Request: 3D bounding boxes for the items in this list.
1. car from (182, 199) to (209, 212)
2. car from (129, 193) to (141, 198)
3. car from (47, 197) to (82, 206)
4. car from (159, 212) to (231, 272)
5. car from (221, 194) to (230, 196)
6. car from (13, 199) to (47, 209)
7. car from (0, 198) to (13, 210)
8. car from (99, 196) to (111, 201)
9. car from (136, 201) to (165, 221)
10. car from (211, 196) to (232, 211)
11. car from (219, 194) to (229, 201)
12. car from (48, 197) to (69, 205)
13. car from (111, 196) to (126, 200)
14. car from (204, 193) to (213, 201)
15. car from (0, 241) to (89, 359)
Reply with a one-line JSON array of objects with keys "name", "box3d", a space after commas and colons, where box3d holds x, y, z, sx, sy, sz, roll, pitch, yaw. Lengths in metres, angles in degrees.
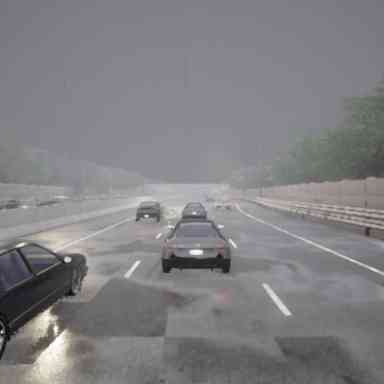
[{"name": "car", "box3d": [0.194, 1.567, 27.197, 1.994, 1.385, 4.181, 0, 0, 0]}, {"name": "car", "box3d": [-13.327, 1.237, 78.646, 2.150, 2.045, 5.566, 0, 0, 1]}, {"name": "car", "box3d": [-13.923, 1.497, 37.579, 2.128, 1.511, 4.902, 0, 0, 1]}, {"name": "car", "box3d": [0.121, 1.565, 10.803, 1.994, 1.385, 4.181, 0, 0, 0]}, {"name": "car", "box3d": [7.421, 1.370, 70.440, 1.882, 1.535, 5.008, 0, 0, 3]}, {"name": "car", "box3d": [-17.425, 1.496, 37.236, 2.128, 1.511, 4.902, 0, 0, 1]}, {"name": "car", "box3d": [-20.924, 1.509, 37.216, 1.837, 1.490, 4.892, 0, 0, 1]}, {"name": "car", "box3d": [-20.332, 1.553, 78.375, 2.033, 1.411, 5.357, 0, 0, 1]}, {"name": "car", "box3d": [-3.309, 1.507, 26.772, 1.837, 1.490, 4.892, 0, 0, 0]}, {"name": "car", "box3d": [3.695, 1.505, 41.331, 1.895, 1.301, 4.718, 0, 0, 0]}, {"name": "car", "box3d": [7.709, 1.270, 80.616, 2.097, 1.767, 4.553, 0, 0, 1]}, {"name": "car", "box3d": [-23.487, 1.616, 58.763, 1.895, 1.301, 4.718, 0, 0, -2]}, {"name": "car", "box3d": [-16.833, 1.554, 78.317, 2.033, 1.411, 5.357, 0, 0, 1]}, {"name": "car", "box3d": [4.088, 1.540, 73.218, 1.812, 1.442, 4.674, 0, 0, 1]}, {"name": "car", "box3d": [-3.392, 1.547, 5.544, 2.033, 1.411, 5.357, 0, 0, 0]}]
